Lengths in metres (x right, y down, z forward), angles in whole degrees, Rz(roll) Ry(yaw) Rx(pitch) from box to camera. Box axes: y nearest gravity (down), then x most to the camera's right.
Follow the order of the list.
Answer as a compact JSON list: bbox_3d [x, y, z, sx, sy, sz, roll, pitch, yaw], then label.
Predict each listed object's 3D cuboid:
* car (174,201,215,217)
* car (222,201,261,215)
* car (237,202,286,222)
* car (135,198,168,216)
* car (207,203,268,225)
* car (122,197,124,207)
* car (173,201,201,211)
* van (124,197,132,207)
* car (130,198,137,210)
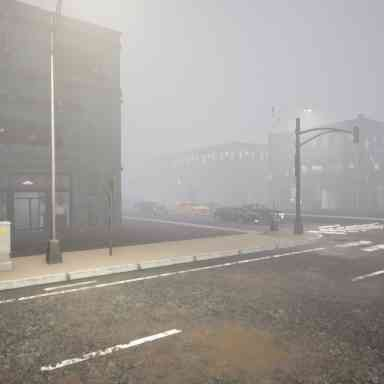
[{"bbox_3d":[-0.095,1.814,36.381,1.882,1.535,5.008,-1,0,-36],"label":"car"},{"bbox_3d":[5.623,1.809,38.309,2.008,1.369,4.403,-2,0,-35],"label":"car"},{"bbox_3d":[5.702,1.713,28.216,2.128,1.511,4.902,-1,0,-35],"label":"car"},{"bbox_3d":[-4.416,1.846,37.965,1.967,1.590,4.097,-1,0,-35],"label":"car"},{"bbox_3d":[3.526,1.814,26.583,1.947,1.339,4.313,-1,0,-35],"label":"car"},{"bbox_3d":[-13.619,1.939,65.381,2.192,1.841,5.009,-1,0,-35],"label":"car"},{"bbox_3d":[-0.788,1.965,47.333,1.802,1.307,4.206,-2,0,-35],"label":"car"},{"bbox_3d":[-10.412,1.906,60.869,1.690,1.788,3.998,-1,0,-35],"label":"van"},{"bbox_3d":[-6.088,1.930,44.830,1.882,1.535,5.008,-1,0,-35],"label":"car"}]
